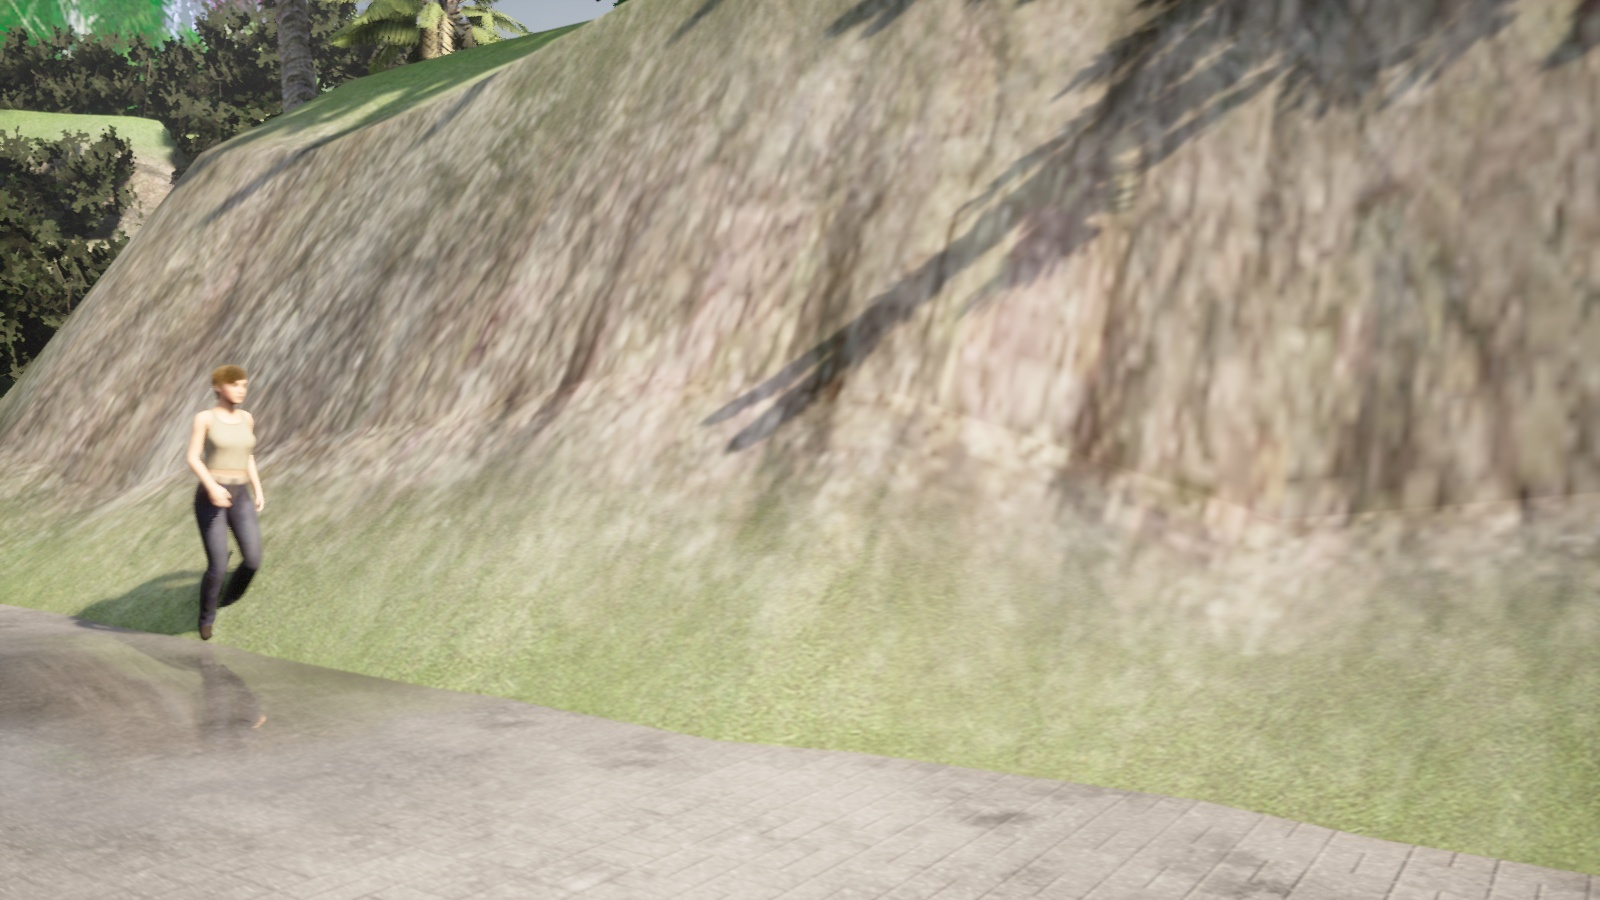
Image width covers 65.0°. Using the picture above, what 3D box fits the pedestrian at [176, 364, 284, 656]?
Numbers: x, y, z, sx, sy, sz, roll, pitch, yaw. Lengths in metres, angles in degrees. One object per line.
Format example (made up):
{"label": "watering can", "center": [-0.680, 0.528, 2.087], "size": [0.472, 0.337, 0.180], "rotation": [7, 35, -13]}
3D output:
{"label": "pedestrian", "center": [-3.711, 0.375, 8.180], "size": [0.594, 1.836, 0.345], "rotation": [0, 1, 33]}
